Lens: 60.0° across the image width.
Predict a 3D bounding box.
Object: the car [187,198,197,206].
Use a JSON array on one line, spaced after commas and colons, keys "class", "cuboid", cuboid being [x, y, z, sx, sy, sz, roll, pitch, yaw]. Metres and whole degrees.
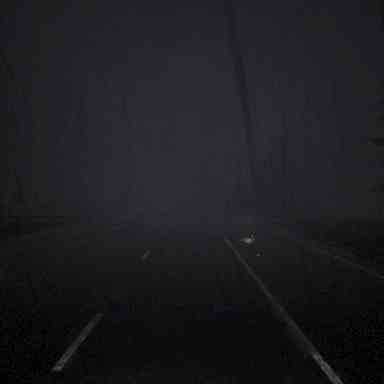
[{"class": "car", "cuboid": [-0.029, 2.154, 72.527, 2.097, 1.767, 4.553, 0, -1, 0]}]
